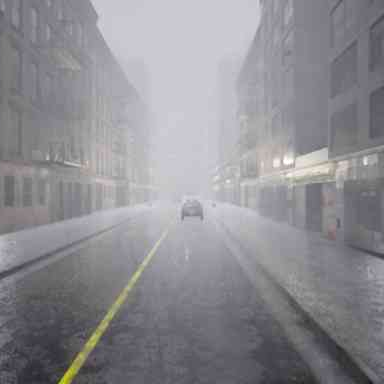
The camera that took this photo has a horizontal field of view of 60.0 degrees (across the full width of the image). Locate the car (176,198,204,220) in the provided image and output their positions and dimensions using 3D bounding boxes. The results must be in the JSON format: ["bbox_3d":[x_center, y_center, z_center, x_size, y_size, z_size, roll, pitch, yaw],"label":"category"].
[{"bbox_3d":[0.043,1.536,28.739,2.128,1.511,4.902,0,0,1],"label":"car"}]

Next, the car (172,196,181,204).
[{"bbox_3d":[-2.975,1.635,67.731,1.837,1.490,4.892,0,0,0],"label":"car"}]
